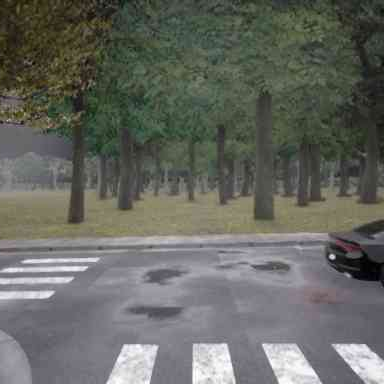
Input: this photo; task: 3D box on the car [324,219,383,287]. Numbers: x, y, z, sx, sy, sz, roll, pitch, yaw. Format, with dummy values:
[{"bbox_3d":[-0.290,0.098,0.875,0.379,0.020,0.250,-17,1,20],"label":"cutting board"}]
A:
[{"bbox_3d":[5.799,1.321,7.907,5.008,1.535,1.882,-2,1,0],"label":"car"}]
